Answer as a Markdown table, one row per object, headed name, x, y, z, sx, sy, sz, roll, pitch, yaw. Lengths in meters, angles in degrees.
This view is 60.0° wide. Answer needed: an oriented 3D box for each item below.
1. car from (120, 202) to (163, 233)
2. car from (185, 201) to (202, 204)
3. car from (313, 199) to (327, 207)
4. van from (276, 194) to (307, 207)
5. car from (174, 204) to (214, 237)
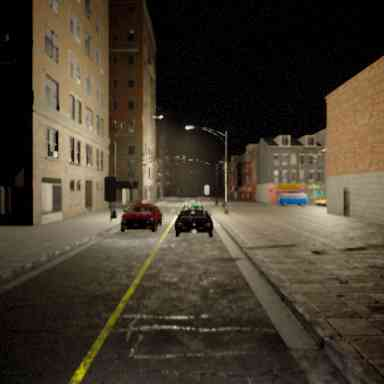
| name | x | y | z | sx | sy | sz | roll | pitch | yaw |
| --- | --- | --- | --- | --- | --- | --- | --- | --- | --- |
| car | -2.804 | 1.391 | 19.208 | 1.882 | 1.535 | 5.008 | 0 | 0 | 0 |
| car | 0.105 | 1.461 | 31.190 | 1.895 | 1.301 | 4.718 | 0 | 0 | 1 |
| car | 19.189 | 1.312 | 45.685 | 4.829 | 1.417 | 1.752 | 0 | 0 | 0 |
| van | 13.747 | 1.132 | 45.694 | 3.998 | 1.788 | 1.690 | 0 | 0 | 0 |
| car | 0.101 | 1.522 | 17.539 | 1.895 | 1.301 | 4.718 | 0 | 0 | 0 |
